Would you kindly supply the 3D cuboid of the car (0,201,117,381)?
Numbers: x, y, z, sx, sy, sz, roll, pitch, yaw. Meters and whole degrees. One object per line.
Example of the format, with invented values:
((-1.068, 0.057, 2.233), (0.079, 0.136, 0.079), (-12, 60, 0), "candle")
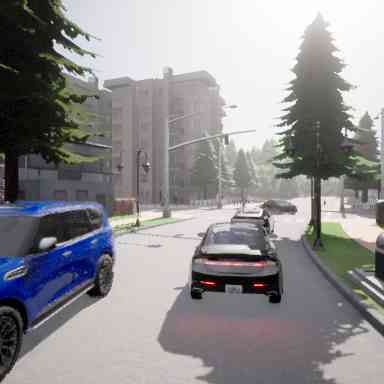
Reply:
((-3.088, 1.221, 5.754), (2.150, 2.045, 5.566), (0, 0, 7), "car")

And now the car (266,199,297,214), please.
((9.075, 1.497, 34.985), (1.882, 1.535, 5.008), (-1, 0, -13), "car")

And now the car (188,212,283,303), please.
((1.105, 1.492, 8.268), (2.128, 1.511, 4.902), (0, 0, 9), "car")

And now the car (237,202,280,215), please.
((3.231, 1.491, 17.375), (2.128, 1.511, 4.902), (0, 0, 18), "car")
